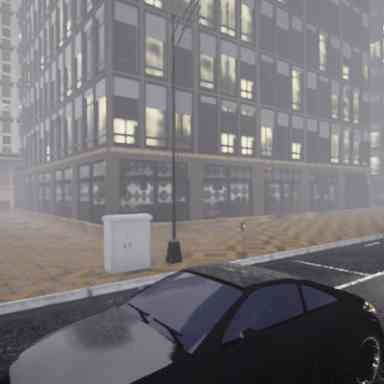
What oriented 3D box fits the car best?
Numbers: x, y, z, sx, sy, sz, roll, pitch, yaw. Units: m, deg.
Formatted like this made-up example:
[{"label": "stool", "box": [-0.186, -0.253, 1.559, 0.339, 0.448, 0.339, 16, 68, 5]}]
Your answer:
[{"label": "car", "box": [0.284, 1.560, 3.604, 4.181, 1.385, 1.994, -1, 0, -37]}]
